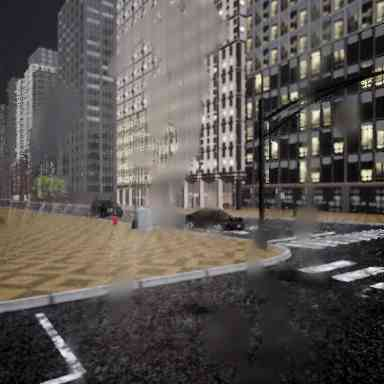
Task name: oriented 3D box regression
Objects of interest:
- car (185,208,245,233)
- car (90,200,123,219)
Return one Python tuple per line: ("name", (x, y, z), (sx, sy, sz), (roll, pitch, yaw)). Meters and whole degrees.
("car", (1.490, 1.920, 23.068), (1.882, 1.535, 5.008), (0, -1, -37))
("car", (-9.966, 1.940, 38.452), (2.150, 2.045, 5.566), (0, -1, -37))
